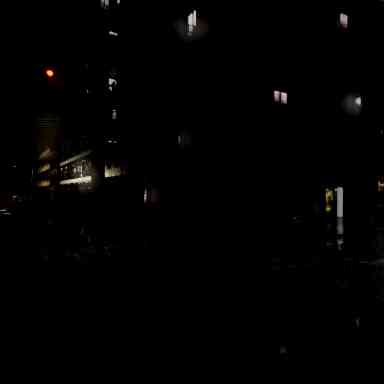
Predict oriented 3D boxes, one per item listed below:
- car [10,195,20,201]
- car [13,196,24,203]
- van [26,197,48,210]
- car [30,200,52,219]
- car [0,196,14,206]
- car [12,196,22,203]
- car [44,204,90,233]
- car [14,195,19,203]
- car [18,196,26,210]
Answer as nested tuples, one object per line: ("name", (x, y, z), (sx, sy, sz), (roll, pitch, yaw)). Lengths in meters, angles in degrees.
("car", (-43.855, 1.536, 82.217), (2.008, 1.369, 4.403), (1, 0, -30))
("car", (-35.436, 1.548, 67.845), (1.887, 1.381, 4.507), (1, 0, -30))
("van", (-15.790, 1.375, 34.312), (1.690, 1.788, 3.998), (1, 0, -30))
("car", (-12.987, 1.619, 29.520), (1.802, 1.307, 4.206), (1, 0, -30))
("car", (-29.707, 1.469, 52.987), (1.882, 1.535, 5.008), (1, 0, -30))
("car", (-38.243, 1.542, 72.636), (1.887, 1.381, 4.507), (1, 0, -30))
("car", (-7.375, 1.608, 19.939), (1.947, 1.339, 4.313), (1, 0, -30))
("car", (-27.018, 1.570, 53.474), (2.008, 1.369, 4.403), (1, 0, -30))
("car", (-21.404, 1.467, 43.892), (1.967, 1.590, 4.097), (1, 0, -30))
